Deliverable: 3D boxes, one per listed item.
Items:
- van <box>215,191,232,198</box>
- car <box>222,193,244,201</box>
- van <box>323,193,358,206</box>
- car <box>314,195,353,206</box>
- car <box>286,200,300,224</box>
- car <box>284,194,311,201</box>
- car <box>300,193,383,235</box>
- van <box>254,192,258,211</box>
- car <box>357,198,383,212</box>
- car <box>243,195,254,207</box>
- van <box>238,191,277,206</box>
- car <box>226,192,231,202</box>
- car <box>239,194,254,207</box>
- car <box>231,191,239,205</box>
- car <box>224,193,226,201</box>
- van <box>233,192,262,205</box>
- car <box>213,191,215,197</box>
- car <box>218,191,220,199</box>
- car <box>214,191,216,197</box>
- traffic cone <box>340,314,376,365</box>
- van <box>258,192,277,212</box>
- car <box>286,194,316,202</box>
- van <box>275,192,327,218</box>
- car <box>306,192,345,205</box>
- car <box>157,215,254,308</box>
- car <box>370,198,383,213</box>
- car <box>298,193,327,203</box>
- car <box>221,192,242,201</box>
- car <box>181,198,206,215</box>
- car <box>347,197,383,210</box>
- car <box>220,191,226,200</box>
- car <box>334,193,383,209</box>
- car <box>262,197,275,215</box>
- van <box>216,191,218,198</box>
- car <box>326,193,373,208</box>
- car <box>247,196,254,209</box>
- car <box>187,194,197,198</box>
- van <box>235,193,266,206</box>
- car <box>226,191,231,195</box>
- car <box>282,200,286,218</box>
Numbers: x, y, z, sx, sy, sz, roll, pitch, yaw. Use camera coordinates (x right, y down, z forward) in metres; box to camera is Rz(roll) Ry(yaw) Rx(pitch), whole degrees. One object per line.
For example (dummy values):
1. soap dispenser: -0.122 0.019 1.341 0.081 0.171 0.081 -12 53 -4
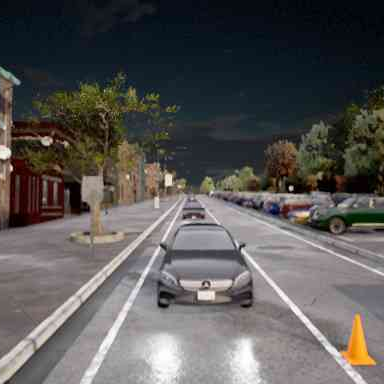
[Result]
1. van: 8.598 0.741 91.158 4.442 1.987 1.878 0 1 0
2. car: 8.832 1.021 71.538 4.553 1.767 2.185 0 1 0
3. van: 22.224 1.122 49.777 4.442 1.987 1.878 0 1 0
4. car: 22.273 1.319 52.554 5.366 1.575 1.946 0 1 0
5. car: 9.059 1.461 21.072 5.366 1.575 1.946 0 0 0
6. car: 21.966 1.170 69.207 4.892 1.521 2.231 0 1 0
7. car: 9.237 1.217 18.270 5.566 2.045 2.435 0 0 0
8. van: 9.255 1.214 35.092 4.442 1.987 1.878 0 0 0
9. car: 22.162 1.459 38.667 4.792 1.488 2.163 0 0 0
10. car: 9.093 1.456 40.703 4.674 1.452 2.002 0 0 0
11. van: 9.170 1.152 46.312 4.442 1.987 1.878 0 0 0
12. car: 8.962 1.276 57.524 4.892 1.521 2.231 0 1 0
13. car: 9.081 1.398 43.506 4.892 1.521 2.231 0 0 0
14. car: 9.004 1.101 49.111 5.566 2.045 2.435 0 1 0
15. car: 8.924 1.264 63.131 4.674 1.452 2.002 0 1 0
16. van: 9.107 1.075 54.720 4.442 1.987 1.878 0 1 0
17. car: 8.706 1.022 88.358 4.792 1.488 2.163 0 1 0
18. car: 8.856 0.921 68.734 5.566 2.045 2.435 0 1 0
19. car: 8.773 1.043 82.752 5.008 1.535 2.097 0 1 0
20. traffic cone: 2.236 1.957 4.499 0.340 0.580 0.340 0 0 0
21. van: 9.043 1.223 32.289 4.442 1.987 1.878 0 0 0
22. car: 21.796 1.192 66.429 5.366 1.575 1.946 0 1 0
23. van: 9.319 1.231 26.680 4.442 1.987 1.878 0 0 0
24. car: 22.094 1.045 55.326 5.566 2.045 2.435 0 1 0
25. car: 0.243 1.523 8.060 1.812 1.442 4.674 0 0 0
26. car: 22.397 1.435 35.897 5.366 1.575 1.946 0 0 0
27. car: 22.054 1.120 60.880 4.553 1.767 2.185 0 1 0
28. car: 8.810 0.995 74.341 4.553 1.767 2.185 0 1 0
29. car: 0.123 1.504 27.563 2.033 1.411 5.357 0 0 0
30. car: 22.199 1.441 41.451 4.792 1.488 2.163 0 0 0
31. car: 8.877 0.946 65.931 5.566 2.045 2.435 0 1 0
32. car: 22.121 1.142 44.223 5.566 2.045 2.435 0 0 0
33. car: 9.176 1.453 29.483 5.008 1.535 2.097 0 0 0
34. van: 8.683 0.843 79.946 4.442 1.987 1.878 0 1 0
35. car: 22.157 1.122 47.000 5.566 2.045 2.435 0 1 0
36. car: 9.147 1.460 37.895 4.792 1.488 2.163 0 0 0
37. car: -0.028 1.195 67.865 2.128 1.511 4.902 0 0 0
38. van: 9.128 1.101 51.917 4.442 1.987 1.878 0 1 0
39. car: 8.979 1.124 60.326 4.553 1.767 2.185 0 1 0
40. car: 9.226 1.501 23.877 4.674 1.452 2.002 0 0 0
